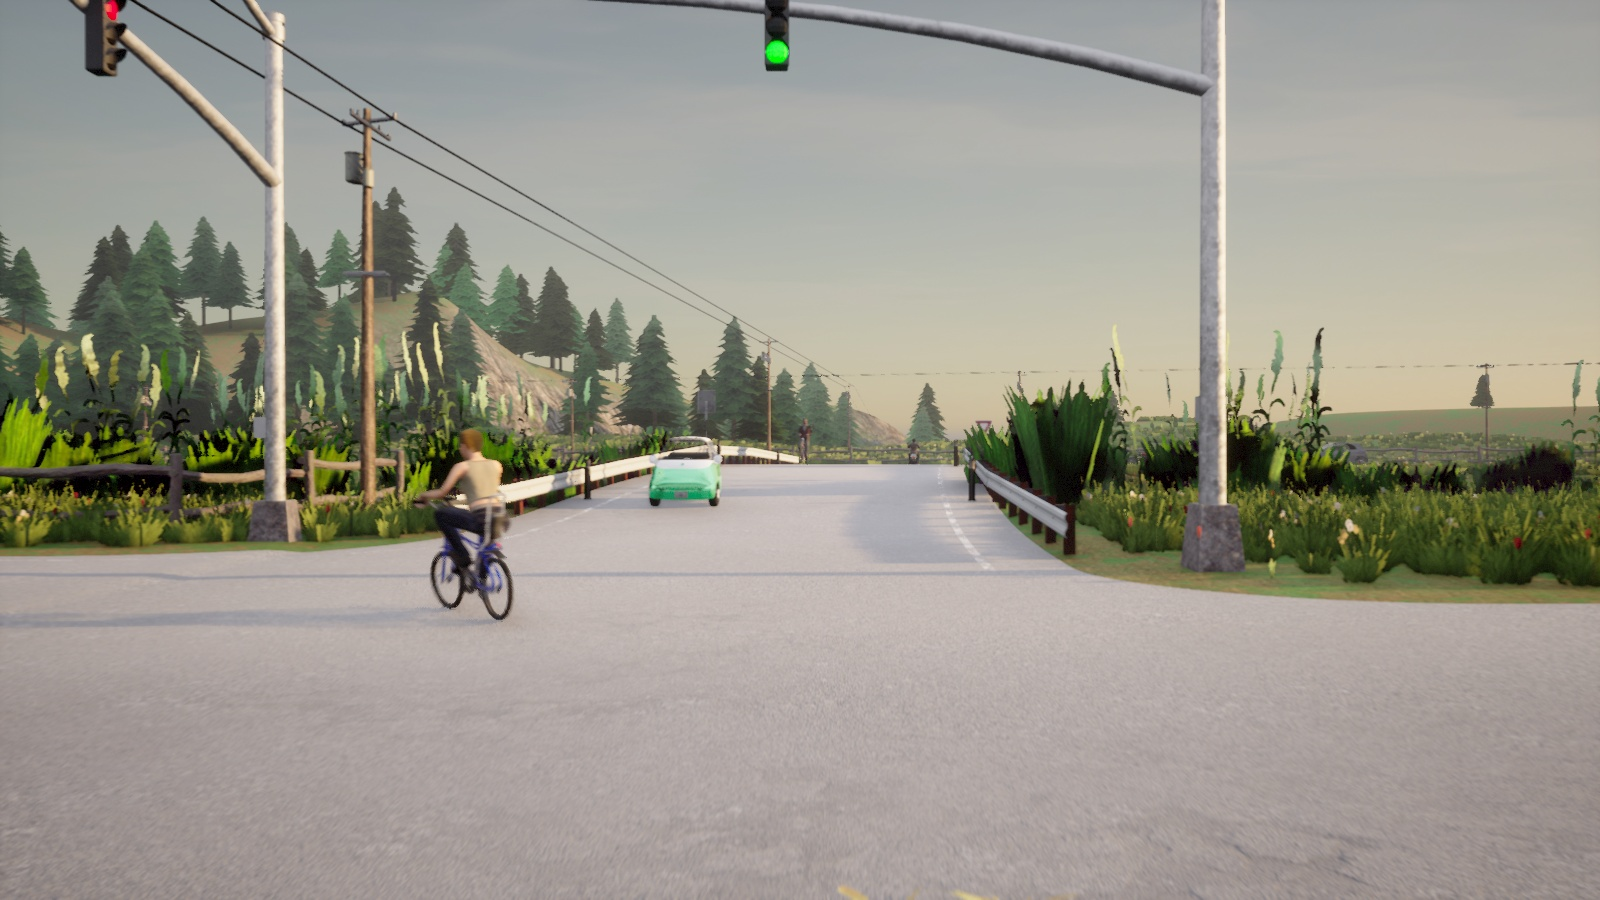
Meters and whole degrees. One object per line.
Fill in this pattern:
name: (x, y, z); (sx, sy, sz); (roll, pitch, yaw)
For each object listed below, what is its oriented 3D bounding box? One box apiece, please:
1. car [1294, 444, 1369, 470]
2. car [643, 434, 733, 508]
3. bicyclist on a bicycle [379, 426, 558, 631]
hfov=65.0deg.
car: (31.019, 0.385, 73.348); (3.633, 1.501, 1.845); (0, 0, 5)
car: (-2.261, 0.395, 25.775); (1.481, 1.376, 2.207); (0, 3, 5)
bicyclist on a bicycle: (-2.884, 0.621, 10.851); (0.866, 1.612, 1.509); (-3, 2, -41)
